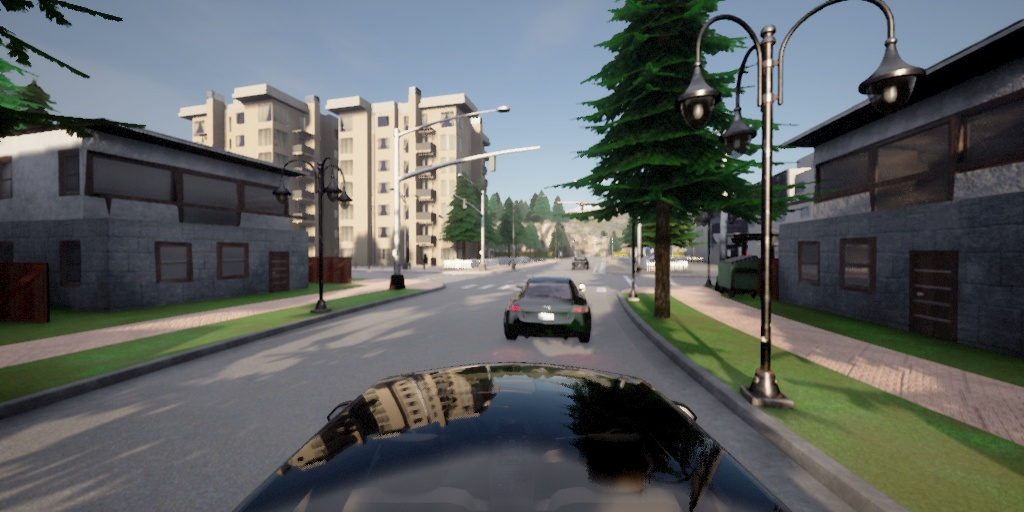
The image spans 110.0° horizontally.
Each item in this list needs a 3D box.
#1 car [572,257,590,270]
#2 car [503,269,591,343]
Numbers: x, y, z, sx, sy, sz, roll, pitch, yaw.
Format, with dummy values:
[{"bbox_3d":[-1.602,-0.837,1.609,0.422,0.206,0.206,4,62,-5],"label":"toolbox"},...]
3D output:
[{"bbox_3d":[8.196,0.817,42.659,2.128,1.511,4.902,0,1,14],"label":"car"},{"bbox_3d":[1.012,1.227,9.531,1.994,1.385,4.181,0,1,9],"label":"car"}]
